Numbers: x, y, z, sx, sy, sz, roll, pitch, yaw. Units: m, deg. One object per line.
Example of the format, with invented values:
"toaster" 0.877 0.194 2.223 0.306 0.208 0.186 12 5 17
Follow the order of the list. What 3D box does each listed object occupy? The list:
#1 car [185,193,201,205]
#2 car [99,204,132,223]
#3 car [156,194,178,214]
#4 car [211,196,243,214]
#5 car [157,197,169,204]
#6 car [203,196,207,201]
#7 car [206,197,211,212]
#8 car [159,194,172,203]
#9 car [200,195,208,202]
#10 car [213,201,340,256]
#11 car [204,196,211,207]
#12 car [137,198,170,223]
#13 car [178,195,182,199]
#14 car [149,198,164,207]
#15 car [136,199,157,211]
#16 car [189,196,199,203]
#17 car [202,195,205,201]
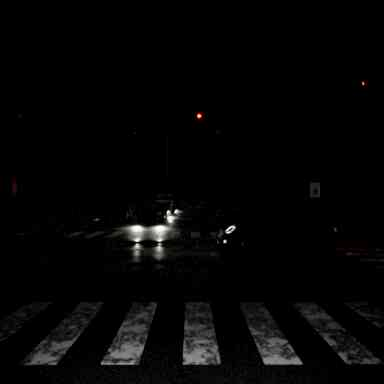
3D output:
"car" 0.352 1.257 58.188 2.150 2.045 5.566 0 0 0
"car" -5.656 1.570 25.195 1.947 1.339 4.313 0 0 0
"car" -2.946 1.235 35.664 2.150 2.045 5.566 0 0 0
"car" 2.869 1.320 25.167 2.192 1.841 5.009 0 0 0
"car" -5.488 1.620 63.394 1.802 1.307 4.206 0 0 0
"car" 2.965 1.574 46.993 2.008 1.369 4.403 0 0 0
"car" 2.917 1.579 36.080 1.947 1.339 4.313 0 0 0
"car" -5.464 1.358 68.851 2.192 1.841 5.009 0 0 0
"car" 2.684 1.555 75.824 1.837 1.490 4.892 0 0 0
"car" 3.312 1.435 13.236 4.553 1.767 2.097 1 0 0
"car" 2.941 1.569 41.536 2.008 1.369 4.403 0 0 0
"car" -2.992 1.483 25.598 1.882 1.535 5.008 0 0 0
"car" -2.891 1.514 46.108 2.128 1.511 4.902 0 0 0
"car" -5.536 1.610 52.480 1.802 1.307 4.206 0 0 0
"car" -5.584 1.569 41.566 2.008 1.369 4.403 0 0 0
"car" 0.401 1.606 69.694 1.994 1.385 4.181 0 0 0
"car" 2.989 1.468 52.449 1.967 1.590 4.097 0 0 0
